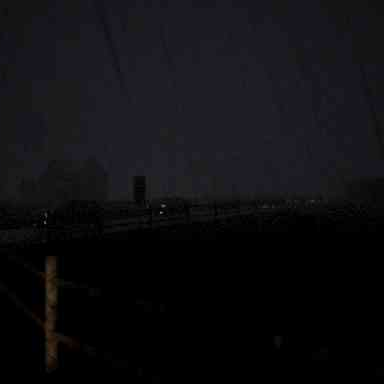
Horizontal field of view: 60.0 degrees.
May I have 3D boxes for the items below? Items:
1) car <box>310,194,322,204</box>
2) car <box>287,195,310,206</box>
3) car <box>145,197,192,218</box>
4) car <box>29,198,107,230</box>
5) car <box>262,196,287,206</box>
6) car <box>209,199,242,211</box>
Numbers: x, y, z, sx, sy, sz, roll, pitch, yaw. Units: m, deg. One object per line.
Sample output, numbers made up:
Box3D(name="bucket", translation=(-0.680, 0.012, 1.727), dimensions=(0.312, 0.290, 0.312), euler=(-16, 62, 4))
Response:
Box3D(name="car", translation=(20.877, 1.180, 56.851), dimensions=(1.837, 1.490, 4.892), euler=(0, 0, 34))
Box3D(name="car", translation=(15.241, 1.328, 48.652), dimensions=(1.895, 1.301, 4.718), euler=(0, 0, 35))
Box3D(name="car", translation=(-1.971, 1.215, 28.843), dimensions=(2.097, 1.767, 4.553), euler=(0, 0, 35))
Box3D(name="car", translation=(-7.642, 1.259, 20.717), dimensions=(2.097, 1.767, 4.553), euler=(0, 0, 36))
Box3D(name="car", translation=(11.926, 1.316, 48.900), dimensions=(1.994, 1.385, 4.181), euler=(0, 0, 35))
Box3D(name="car", translation=(3.813, 1.420, 37.236), dimensions=(1.895, 1.301, 4.718), euler=(0, 0, 35))
